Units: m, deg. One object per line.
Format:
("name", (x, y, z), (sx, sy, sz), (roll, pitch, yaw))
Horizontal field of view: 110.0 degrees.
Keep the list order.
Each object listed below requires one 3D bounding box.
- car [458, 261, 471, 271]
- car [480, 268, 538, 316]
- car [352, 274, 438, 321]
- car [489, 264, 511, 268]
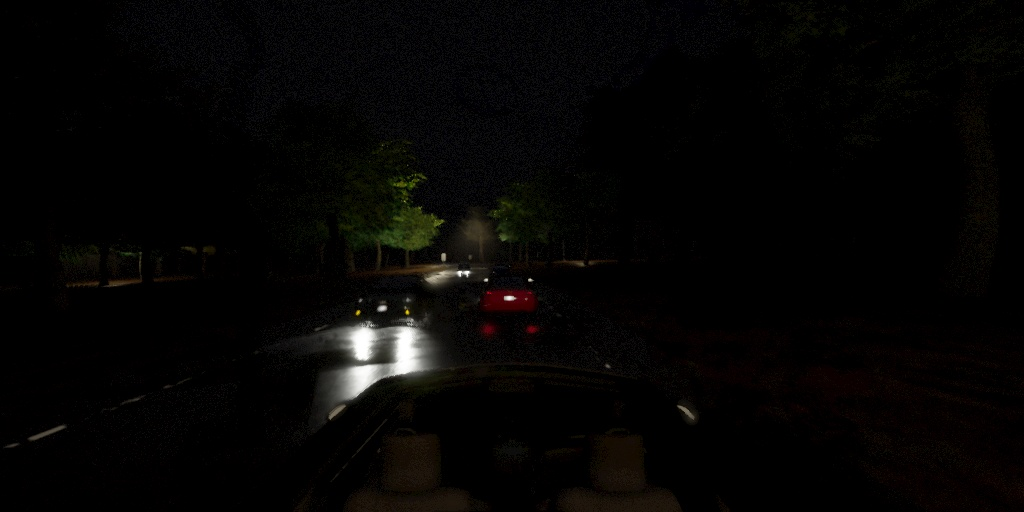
("car", (-7.241, 1.498, 54.482), (2.128, 1.511, 4.902), (0, 0, -7))
("car", (-0.142, 1.328, 13.507), (1.994, 1.385, 4.181), (0, 0, -2))
("car", (-3.803, 1.328, 12.353), (1.994, 1.385, 4.181), (0, 0, -2))
("car", (-0.985, 1.354, 29.826), (1.812, 1.442, 4.674), (0, 0, -4))
